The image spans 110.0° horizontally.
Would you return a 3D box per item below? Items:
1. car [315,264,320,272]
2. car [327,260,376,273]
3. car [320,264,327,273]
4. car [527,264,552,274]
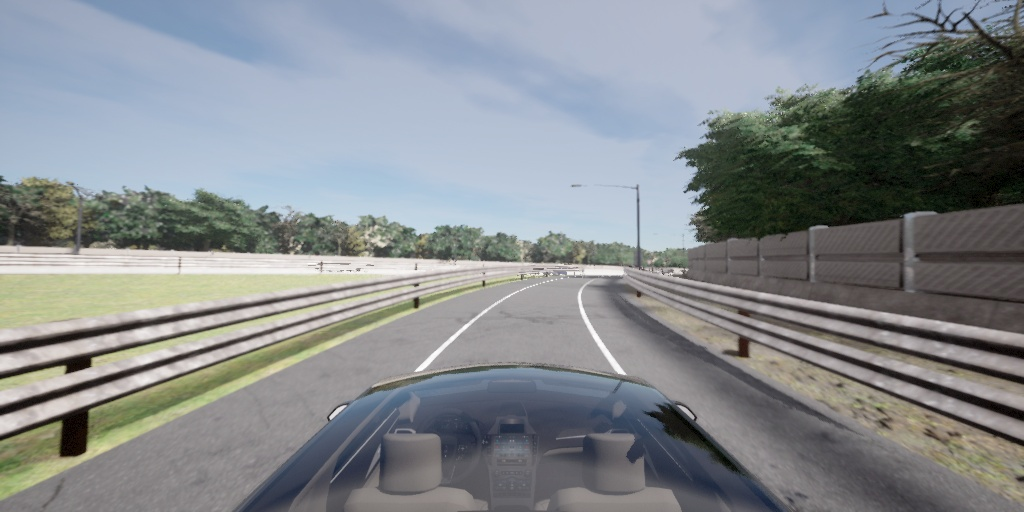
[{"bbox_3d":[-23.476,1.457,47.698,4.892,1.490,1.837,3,-4,-43],"label":"car"},{"bbox_3d":[-18.684,1.211,42.602,5.008,1.535,1.882,3,-4,-43],"label":"car"},{"bbox_3d":[-21.058,1.442,45.165,4.718,1.301,1.895,3,-4,-43],"label":"car"},{"bbox_3d":[4.332,2.266,64.193,4.553,1.767,2.097,3,-4,-43],"label":"car"}]
